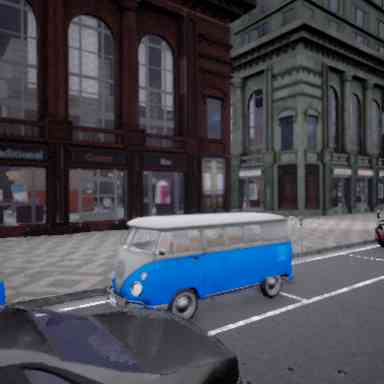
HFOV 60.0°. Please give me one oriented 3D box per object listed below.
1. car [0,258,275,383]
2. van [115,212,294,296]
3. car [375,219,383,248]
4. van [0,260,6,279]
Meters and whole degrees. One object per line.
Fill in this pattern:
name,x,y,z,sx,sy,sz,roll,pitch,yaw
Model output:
car,-2.043,1.563,1.777,5.357,1.411,2.033,0,0,-36
van,0.353,1.352,6.921,3.998,1.788,1.690,0,0,-36
car,9.490,1.286,13.523,5.009,1.841,2.192,0,0,-36
van,-4.215,1.372,3.620,3.998,1.788,1.690,0,0,-36
